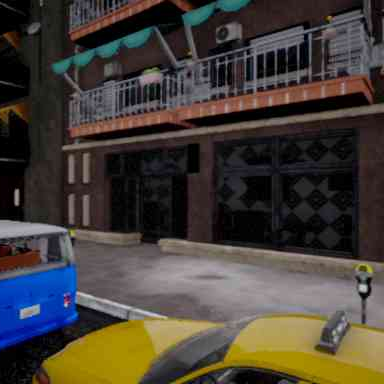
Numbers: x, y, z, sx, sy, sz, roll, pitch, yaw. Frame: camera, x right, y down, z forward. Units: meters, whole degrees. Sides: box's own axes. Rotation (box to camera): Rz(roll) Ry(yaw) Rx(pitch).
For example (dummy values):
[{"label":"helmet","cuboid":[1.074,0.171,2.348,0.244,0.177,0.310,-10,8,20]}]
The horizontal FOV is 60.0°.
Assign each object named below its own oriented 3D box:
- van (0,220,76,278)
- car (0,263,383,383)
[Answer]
[{"label":"van","cuboid":[-3.635,1.340,5.466,3.998,1.788,1.690,0,0,36]},{"label":"car","cuboid":[0.723,1.525,2.357,4.829,1.417,1.752,0,0,36]}]
